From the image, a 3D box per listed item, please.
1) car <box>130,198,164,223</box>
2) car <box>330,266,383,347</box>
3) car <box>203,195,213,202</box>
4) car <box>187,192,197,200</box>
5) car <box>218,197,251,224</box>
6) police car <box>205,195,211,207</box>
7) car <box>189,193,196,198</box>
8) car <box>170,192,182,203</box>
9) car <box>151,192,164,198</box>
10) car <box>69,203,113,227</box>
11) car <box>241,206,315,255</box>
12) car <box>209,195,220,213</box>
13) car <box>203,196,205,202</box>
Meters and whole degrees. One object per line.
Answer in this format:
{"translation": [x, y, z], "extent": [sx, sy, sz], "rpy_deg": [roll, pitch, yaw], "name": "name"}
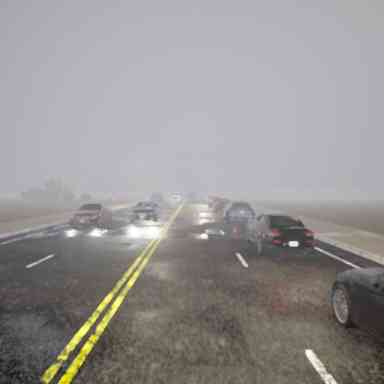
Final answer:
{"translation": [-3.335, 1.419, 24.767], "extent": [2.128, 1.511, 4.902], "rpy_deg": [0, 0, 0], "name": "car"}
{"translation": [3.351, 1.514, 3.975], "extent": [1.812, 1.442, 4.674], "rpy_deg": [0, 0, 0], "name": "car"}
{"translation": [3.283, 1.385, 67.969], "extent": [1.895, 1.301, 4.718], "rpy_deg": [0, 0, 0], "name": "car"}
{"translation": [0.038, 0.904, 77.803], "extent": [2.150, 2.045, 5.566], "rpy_deg": [0, 0, 0], "name": "car"}
{"translation": [3.262, 1.361, 23.939], "extent": [2.033, 1.649, 4.856], "rpy_deg": [0, 0, 0], "name": "car"}
{"translation": [3.273, 1.368, 45.940], "extent": [2.038, 1.542, 4.974], "rpy_deg": [0, 0, 0], "name": "police car"}
{"translation": [0.046, 1.075, 94.578], "extent": [1.994, 1.385, 4.181], "rpy_deg": [0, 0, 0], "name": "car"}
{"translation": [-3.222, 1.039, 66.183], "extent": [2.150, 2.045, 5.566], "rpy_deg": [0, 1, 0], "name": "car"}
{"translation": [-6.487, 1.026, 63.325], "extent": [2.150, 2.045, 5.566], "rpy_deg": [0, 0, 1], "name": "car"}
{"translation": [-6.588, 1.460, 22.221], "extent": [1.812, 1.442, 4.674], "rpy_deg": [0, 0, 0], "name": "car"}
{"translation": [3.257, 1.488, 12.940], "extent": [1.812, 1.442, 4.674], "rpy_deg": [0, 0, 0], "name": "car"}
{"translation": [3.267, 1.400, 34.969], "extent": [2.163, 1.488, 4.792], "rpy_deg": [0, 0, 0], "name": "car"}
{"translation": [3.278, 1.281, 57.129], "extent": [1.801, 1.575, 5.366], "rpy_deg": [0, 0, 0], "name": "car"}
